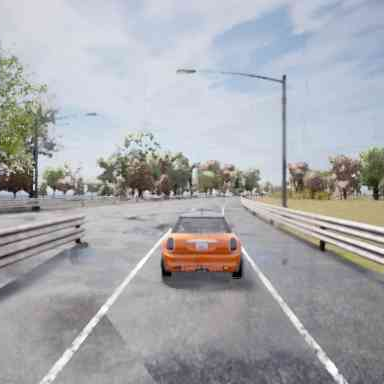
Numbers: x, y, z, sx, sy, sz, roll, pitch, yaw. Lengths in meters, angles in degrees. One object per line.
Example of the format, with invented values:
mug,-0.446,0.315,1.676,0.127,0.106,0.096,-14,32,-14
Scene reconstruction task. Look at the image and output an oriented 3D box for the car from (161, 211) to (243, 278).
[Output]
car,0.294,1.359,10.320,2.097,1.767,4.553,0,0,1
